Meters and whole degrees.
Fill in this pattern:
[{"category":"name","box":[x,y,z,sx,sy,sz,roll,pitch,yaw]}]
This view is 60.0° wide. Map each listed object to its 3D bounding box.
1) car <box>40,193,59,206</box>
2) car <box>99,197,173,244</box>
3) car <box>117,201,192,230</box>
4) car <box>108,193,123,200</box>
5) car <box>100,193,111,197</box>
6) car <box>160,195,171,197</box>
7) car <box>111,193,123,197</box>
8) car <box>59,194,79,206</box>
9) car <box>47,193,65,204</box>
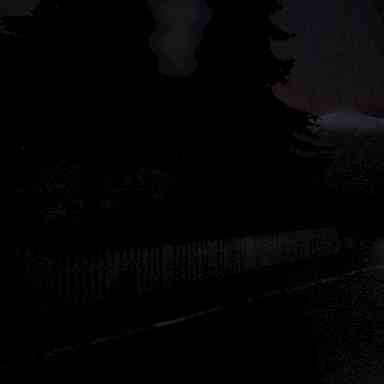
[{"category":"car","box":[-22.099,1.075,50.431,1.905,1.878,3.866,0,0,-36]},{"category":"car","box":[-2.676,1.312,15.507,3.866,1.878,1.905,0,0,-36]},{"category":"car","box":[-2.507,1.479,22.637,4.611,1.667,2.242,0,0,-36]},{"category":"car","box":[-19.343,1.096,84.204,1.932,1.855,4.605,0,0,-36]},{"category":"car","box":[-21.448,1.075,82.159,1.905,1.878,3.866,0,0,-36]},{"category":"car","box":[-5.496,1.318,71.343,1.845,1.501,3.633,0,0,-36]},{"category":"car","box":[-13.595,1.296,65.490,2.007,1.523,4.514,0,0,-36]},{"category":"car","box":[-19.052,1.359,51.896,1.970,1.475,3.806,0,0,-36]},{"category":"car","box":[-24.079,1.096,58.725,1.932,1.855,4.605,0,0,-36]}]
